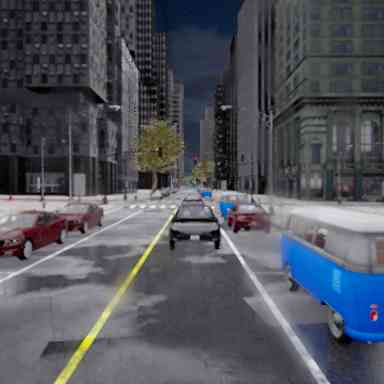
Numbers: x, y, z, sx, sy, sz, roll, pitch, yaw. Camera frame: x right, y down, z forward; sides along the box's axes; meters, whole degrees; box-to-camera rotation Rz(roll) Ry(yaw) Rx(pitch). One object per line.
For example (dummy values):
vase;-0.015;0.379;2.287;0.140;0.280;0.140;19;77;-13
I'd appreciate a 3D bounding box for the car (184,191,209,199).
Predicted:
car;0.084;0.969;27.925;2.128;1.511;4.902;0;1;1

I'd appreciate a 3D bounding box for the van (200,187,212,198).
van;2.763;0.235;60.498;1.690;1.788;3.998;0;1;0

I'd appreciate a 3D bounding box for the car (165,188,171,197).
car;-5.763;0.348;65.682;1.887;1.381;4.507;0;1;0

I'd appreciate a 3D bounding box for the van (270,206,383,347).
van;2.777;1.227;5.947;1.690;1.788;3.998;0;1;0

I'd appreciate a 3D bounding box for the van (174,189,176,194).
van;-5.764;-0.224;86.831;1.690;1.788;3.998;0;1;0

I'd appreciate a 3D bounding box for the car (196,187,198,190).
car;2.761;0.066;82.151;2.008;1.369;4.403;0;1;0

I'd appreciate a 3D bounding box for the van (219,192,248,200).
van;2.779;0.920;22.519;1.690;1.788;3.998;0;1;0

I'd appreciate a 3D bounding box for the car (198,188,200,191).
car;2.762;0.365;65.914;1.947;1.339;4.313;0;1;0

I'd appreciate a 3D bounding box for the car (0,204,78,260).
car;-5.776;1.328;11.492;1.887;1.381;4.507;0;1;0

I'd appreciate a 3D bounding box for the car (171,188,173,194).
car;-5.763;0.025;70.966;2.192;1.841;5.009;0;1;0

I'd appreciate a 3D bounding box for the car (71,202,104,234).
car;-5.778;1.225;17.017;1.887;1.381;4.507;0;1;0

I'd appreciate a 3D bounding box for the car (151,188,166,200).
car;-5.769;0.519;54.933;1.752;1.417;4.829;0;1;0

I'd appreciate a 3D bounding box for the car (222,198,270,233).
car;2.777;1.226;16.999;1.887;1.381;4.507;0;1;0

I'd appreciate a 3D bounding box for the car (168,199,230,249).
car;0.098;1.239;13.288;2.128;1.511;4.902;0;1;0
